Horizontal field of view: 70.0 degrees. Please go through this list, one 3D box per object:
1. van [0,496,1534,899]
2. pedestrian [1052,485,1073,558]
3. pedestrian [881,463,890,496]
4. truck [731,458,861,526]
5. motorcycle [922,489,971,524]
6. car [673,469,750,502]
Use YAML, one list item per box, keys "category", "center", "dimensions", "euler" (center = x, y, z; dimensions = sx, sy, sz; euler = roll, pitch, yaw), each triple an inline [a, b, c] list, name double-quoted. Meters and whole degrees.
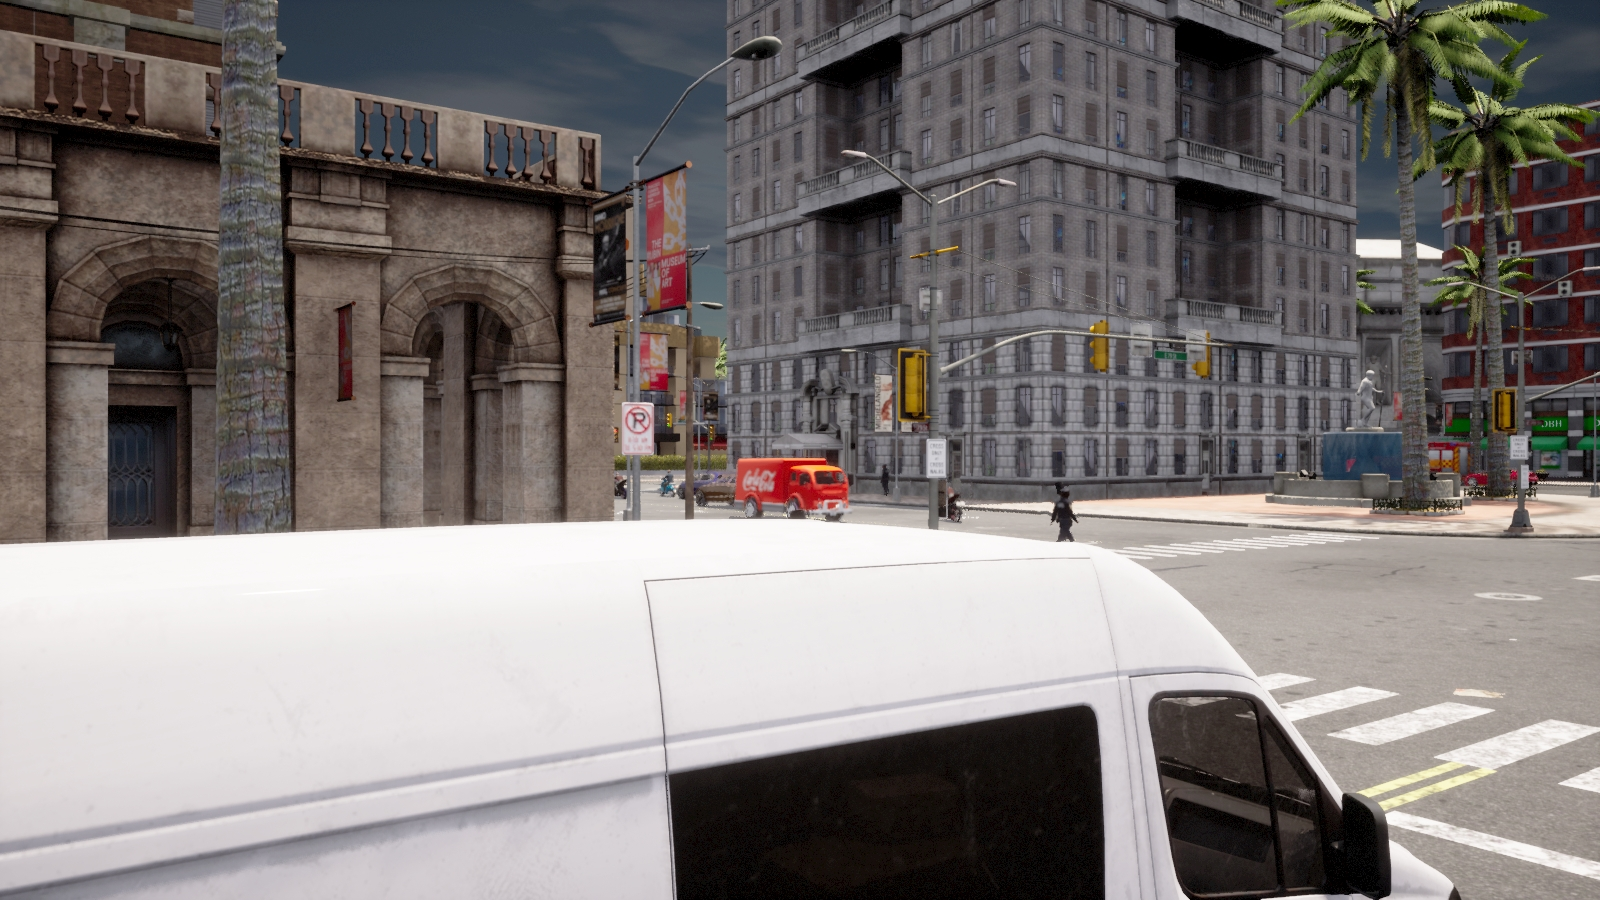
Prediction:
- category: "van"
  center: [0.019, 1.533, 3.806]
  dimensions: [5.915, 2.561, 1.988]
  euler: [0, 0, -35]
- category: "pedestrian"
  center: [6.796, 1.840, 29.556]
  dimensions: [0.375, 1.860, 0.375]
  euler: [0, 0, -31]
- category: "pedestrian"
  center: [4.812, 1.680, 64.407]
  dimensions: [0.375, 1.860, 0.375]
  euler: [0, 0, -32]
- category: "truck"
  center: [-0.244, 1.557, 45.072]
  dimensions: [2.627, 2.467, 5.204]
  euler: [0, 0, -35]
- category: "motorcycle"
  center: [5.723, 2.193, 44.851]
  dimensions: [0.867, 1.251, 2.209]
  euler: [0, 0, -24]
- category: "car"
  center: [-4.974, 1.954, 63.788]
  dimensions: [2.242, 1.667, 4.611]
  euler: [0, 0, -35]
